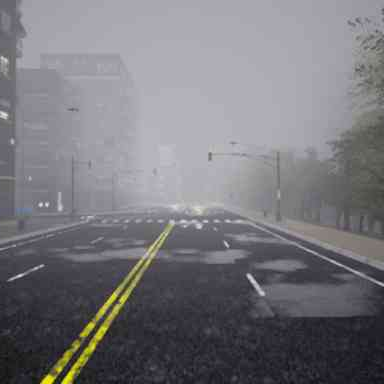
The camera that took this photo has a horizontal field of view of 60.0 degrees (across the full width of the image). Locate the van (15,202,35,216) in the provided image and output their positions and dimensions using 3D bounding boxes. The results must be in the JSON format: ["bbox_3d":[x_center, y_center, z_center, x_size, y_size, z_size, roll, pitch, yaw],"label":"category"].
[{"bbox_3d":[-22.748,2.197,43.412,3.998,1.788,1.690,-1,0,-1],"label":"van"}]

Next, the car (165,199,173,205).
[{"bbox_3d":[-6.538,2.869,95.393,1.812,1.442,4.674,0,-1,0],"label":"car"}]
